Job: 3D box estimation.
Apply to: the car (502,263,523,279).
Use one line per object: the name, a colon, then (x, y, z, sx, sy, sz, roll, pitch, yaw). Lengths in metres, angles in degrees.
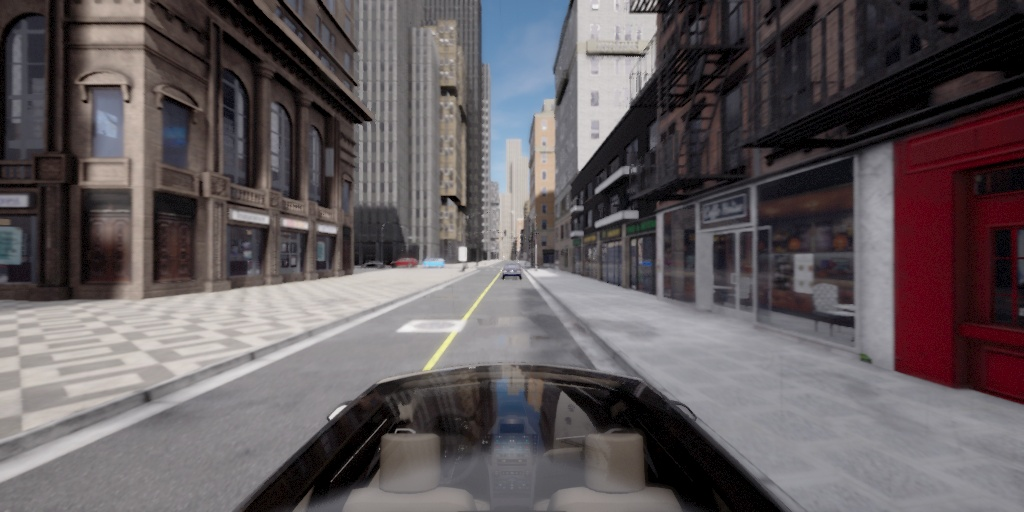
car: (0.004, 1.389, 33.475, 2.033, 1.411, 5.357, 0, 0, 0)
